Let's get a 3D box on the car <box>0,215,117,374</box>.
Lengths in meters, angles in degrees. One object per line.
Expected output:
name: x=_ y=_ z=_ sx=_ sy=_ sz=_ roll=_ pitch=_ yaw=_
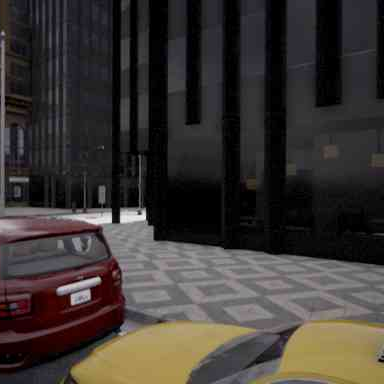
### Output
car: x=-3.242 y=1.306 z=5.270 sx=5.009 sy=1.841 sz=2.192 roll=0 pitch=0 yaw=36

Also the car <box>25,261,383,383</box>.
car: x=1.037 y=1.525 z=2.219 sx=4.829 sy=1.417 sz=1.752 roll=0 pitch=0 yaw=36
